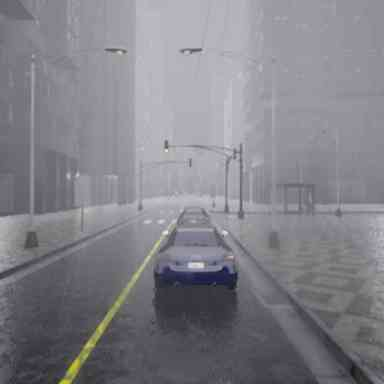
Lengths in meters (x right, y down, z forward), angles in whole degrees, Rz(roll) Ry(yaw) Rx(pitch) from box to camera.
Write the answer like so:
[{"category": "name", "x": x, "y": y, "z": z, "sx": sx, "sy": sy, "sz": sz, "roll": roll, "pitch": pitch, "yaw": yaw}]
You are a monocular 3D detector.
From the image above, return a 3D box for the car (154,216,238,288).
[{"category": "car", "x": 0.094, "y": 1.586, "z": 9.299, "sx": 1.994, "sy": 1.385, "sz": 4.181, "roll": 0, "pitch": 0, "yaw": 0}]

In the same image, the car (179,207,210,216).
[{"category": "car", "x": 0.140, "y": 1.610, "z": 20.322, "sx": 1.994, "sy": 1.385, "sz": 4.181, "roll": 0, "pitch": 0, "yaw": 2}]
